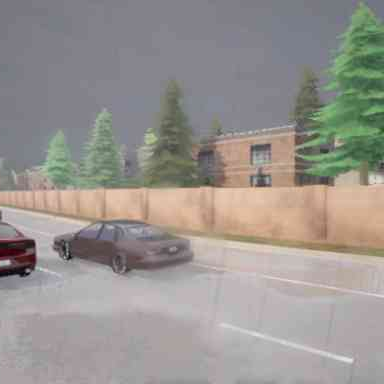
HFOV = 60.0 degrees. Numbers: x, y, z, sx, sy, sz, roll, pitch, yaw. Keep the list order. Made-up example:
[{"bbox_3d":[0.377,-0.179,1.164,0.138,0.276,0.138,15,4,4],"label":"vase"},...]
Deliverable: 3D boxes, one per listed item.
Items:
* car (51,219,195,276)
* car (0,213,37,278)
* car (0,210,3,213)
[{"bbox_3d":[-2.397,1.588,10.574,5.357,1.411,2.033,0,0,41],"label":"car"},{"bbox_3d":[-6.201,1.505,9.381,5.008,1.535,1.882,0,0,42],"label":"car"},{"bbox_3d":[-15.241,1.575,24.427,1.837,1.490,4.892,0,0,-39],"label":"car"}]
